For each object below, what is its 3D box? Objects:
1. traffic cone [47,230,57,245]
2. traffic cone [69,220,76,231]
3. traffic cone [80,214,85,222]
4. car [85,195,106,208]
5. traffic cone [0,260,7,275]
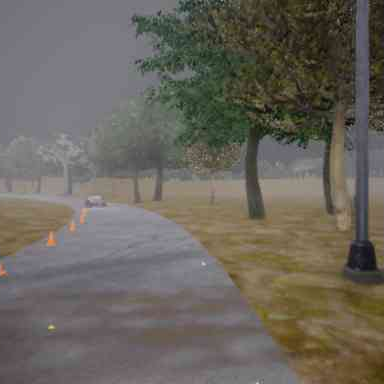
[{"bbox_3d":[-5.865,1.899,13.876,0.340,0.580,0.340,0,0,-8],"label":"traffic cone"},{"bbox_3d":[-6.686,1.860,18.673,0.340,0.580,0.340,0,1,-11],"label":"traffic cone"},{"bbox_3d":[-7.743,1.813,23.425,0.340,0.580,0.340,-1,1,-14],"label":"traffic cone"},{"bbox_3d":[-12.000,1.149,41.264,1.812,1.442,4.674,-1,1,-29],"label":"car"},{"bbox_3d":[-5.282,1.927,9.041,0.340,0.580,0.340,0,0,-5],"label":"traffic cone"}]
